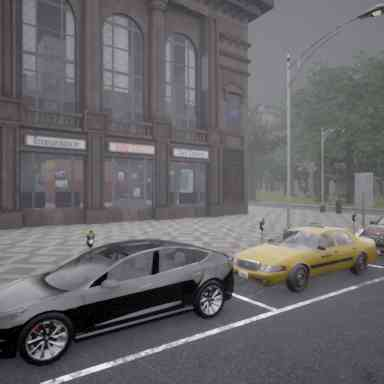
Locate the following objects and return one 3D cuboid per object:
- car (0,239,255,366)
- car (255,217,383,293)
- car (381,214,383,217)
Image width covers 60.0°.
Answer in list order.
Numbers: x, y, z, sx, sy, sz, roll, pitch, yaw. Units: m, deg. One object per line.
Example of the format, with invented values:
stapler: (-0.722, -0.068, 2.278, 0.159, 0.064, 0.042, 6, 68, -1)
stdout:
car: (-1.170, 1.566, 5.818, 4.313, 1.339, 1.947, 0, 0, -36)
car: (3.115, 1.524, 8.882, 4.829, 1.417, 1.752, 0, 0, -36)
car: (7.676, 1.439, 12.144, 4.097, 1.590, 1.967, 0, 0, -36)
